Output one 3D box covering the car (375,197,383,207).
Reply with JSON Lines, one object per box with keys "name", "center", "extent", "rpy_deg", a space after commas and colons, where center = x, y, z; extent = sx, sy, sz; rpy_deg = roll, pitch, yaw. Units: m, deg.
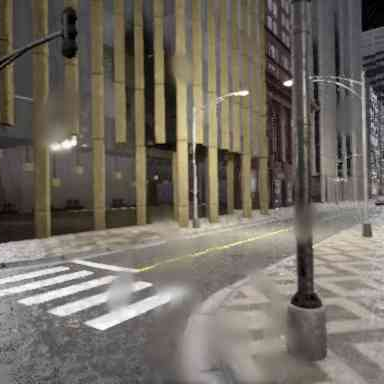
{"name": "car", "center": [28.100, 1.392, 48.751], "extent": [2.033, 1.411, 5.357], "rpy_deg": [-1, -1, 36]}
